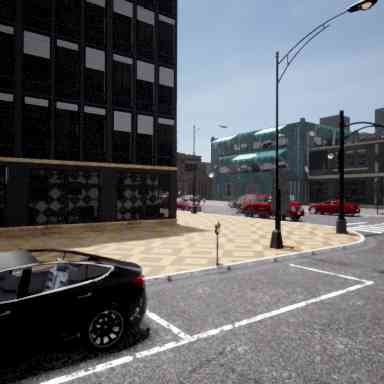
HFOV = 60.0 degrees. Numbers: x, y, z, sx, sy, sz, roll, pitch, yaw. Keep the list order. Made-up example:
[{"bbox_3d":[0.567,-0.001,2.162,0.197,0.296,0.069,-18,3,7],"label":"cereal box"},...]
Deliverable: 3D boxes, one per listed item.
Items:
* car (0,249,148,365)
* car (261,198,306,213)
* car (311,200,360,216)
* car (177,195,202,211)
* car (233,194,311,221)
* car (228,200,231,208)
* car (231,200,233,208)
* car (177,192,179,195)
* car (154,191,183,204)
[{"bbox_3d":[-2.706,1.566,4.624,4.313,1.339,1.947,0,0,-35],"label":"car"},{"bbox_3d":[9.309,1.340,34.200,1.802,1.307,4.206,1,0,-36],"label":"car"},{"bbox_3d":[12.589,1.371,29.728,1.887,1.381,4.507,1,0,-36],"label":"car"},{"bbox_3d":[-0.729,1.231,33.719,1.802,1.307,4.206,1,0,-36],"label":"car"},{"bbox_3d":[5.836,1.101,24.773,2.192,1.841,5.009,1,0,-36],"label":"car"},{"bbox_3d":[6.032,1.130,38.674,1.967,1.590,4.097,1,0,-36],"label":"car"},{"bbox_3d":[5.964,1.262,28.956,1.837,1.490,4.892,0,1,-36],"label":"car"},{"bbox_3d":[-0.528,1.101,47.619,2.008,1.369,4.403,1,0,-36],"label":"car"},{"bbox_3d":[-3.802,0.793,52.091,2.192,1.841,5.009,1,0,-36],"label":"car"}]
